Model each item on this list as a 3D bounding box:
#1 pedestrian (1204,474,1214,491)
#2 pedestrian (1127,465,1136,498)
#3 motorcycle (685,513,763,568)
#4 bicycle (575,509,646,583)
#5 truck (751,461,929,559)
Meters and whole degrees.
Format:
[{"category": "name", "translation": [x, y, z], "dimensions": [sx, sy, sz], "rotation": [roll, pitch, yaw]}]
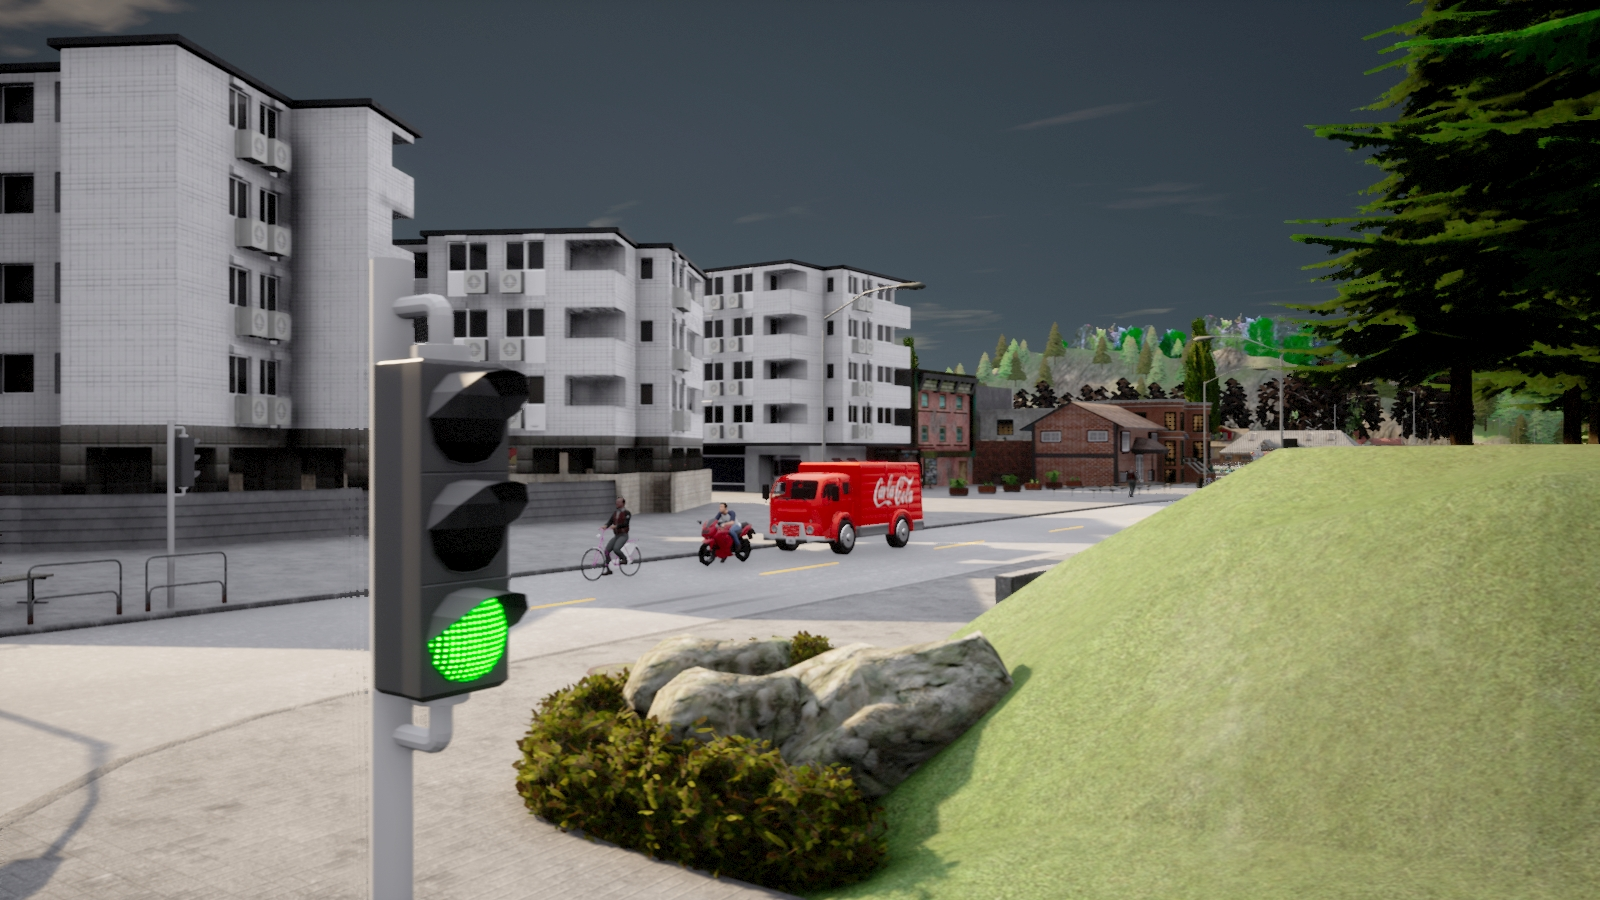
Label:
[{"category": "pedestrian", "translation": [26.647, 2.136, 74.454], "dimensions": [0.500, 1.100, 0.500], "rotation": [0, 0, 35]}, {"category": "pedestrian", "translation": [18.458, 1.757, 63.589], "dimensions": [0.375, 1.860, 0.375], "rotation": [0, 0, 38]}, {"category": "motorcycle", "translation": [-1.845, 2.196, 28.085], "dimensions": [0.803, 1.199, 2.033], "rotation": [0, 0, 35]}, {"category": "bicycle", "translation": [-4.111, 2.070, 24.849], "dimensions": [0.329, 1.471, 1.835], "rotation": [0, 0, 35]}, {"category": "truck", "translation": [1.249, 1.575, 32.461], "dimensions": [2.627, 2.467, 5.204], "rotation": [0, 0, 35]}]
